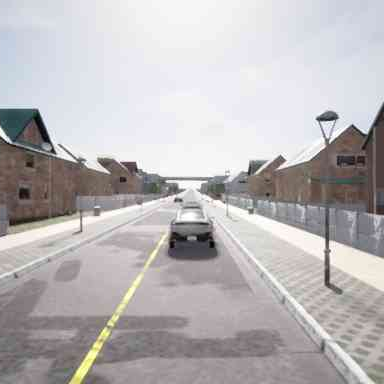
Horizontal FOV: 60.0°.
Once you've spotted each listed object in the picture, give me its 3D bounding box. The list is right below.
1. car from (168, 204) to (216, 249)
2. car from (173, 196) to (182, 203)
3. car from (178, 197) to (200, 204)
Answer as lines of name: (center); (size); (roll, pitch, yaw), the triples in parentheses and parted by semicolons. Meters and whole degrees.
car: (0.000, 1.493, 14.649); (2.128, 1.511, 4.902); (0, 0, 0)
car: (-2.753, 1.531, 67.765); (1.895, 1.301, 4.718); (0, 0, 0)
car: (0.000, 1.502, 29.650); (1.837, 1.490, 4.892); (0, 0, 0)
